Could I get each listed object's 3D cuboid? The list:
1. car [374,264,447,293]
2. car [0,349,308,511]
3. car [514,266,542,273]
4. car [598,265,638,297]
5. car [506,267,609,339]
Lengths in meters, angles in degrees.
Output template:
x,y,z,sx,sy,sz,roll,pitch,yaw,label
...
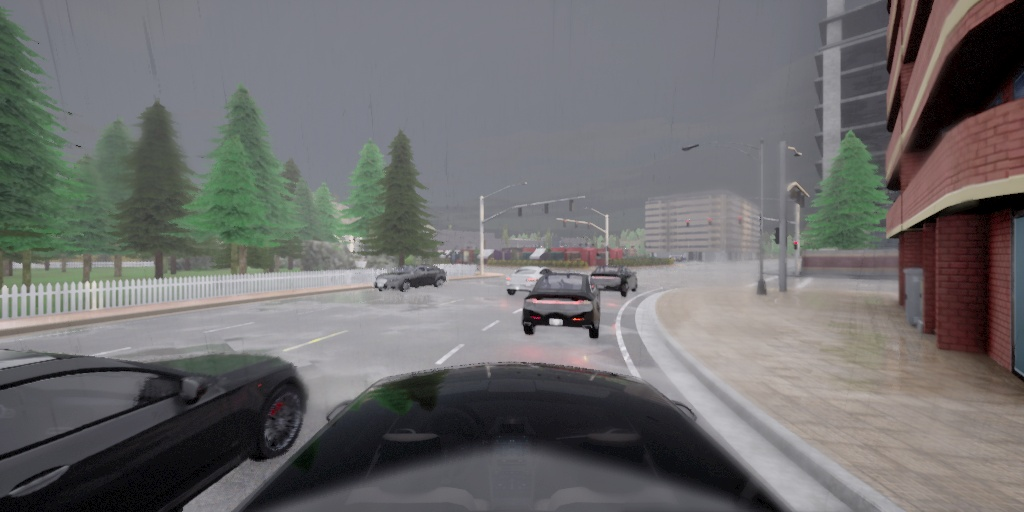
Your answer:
x,y,z,sx,sy,sz,roll,pitch,yaw,label
-5.841,1.255,21.091,2.128,1.511,4.902,0,0,26,car
-3.182,1.275,2.039,1.812,1.442,4.674,0,0,0,car
1.266,1.255,18.837,1.812,1.442,4.674,0,0,26,car
5.344,1.220,18.824,2.128,1.511,4.902,0,0,28,car
1.561,1.231,10.207,2.128,1.511,4.902,0,0,14,car
